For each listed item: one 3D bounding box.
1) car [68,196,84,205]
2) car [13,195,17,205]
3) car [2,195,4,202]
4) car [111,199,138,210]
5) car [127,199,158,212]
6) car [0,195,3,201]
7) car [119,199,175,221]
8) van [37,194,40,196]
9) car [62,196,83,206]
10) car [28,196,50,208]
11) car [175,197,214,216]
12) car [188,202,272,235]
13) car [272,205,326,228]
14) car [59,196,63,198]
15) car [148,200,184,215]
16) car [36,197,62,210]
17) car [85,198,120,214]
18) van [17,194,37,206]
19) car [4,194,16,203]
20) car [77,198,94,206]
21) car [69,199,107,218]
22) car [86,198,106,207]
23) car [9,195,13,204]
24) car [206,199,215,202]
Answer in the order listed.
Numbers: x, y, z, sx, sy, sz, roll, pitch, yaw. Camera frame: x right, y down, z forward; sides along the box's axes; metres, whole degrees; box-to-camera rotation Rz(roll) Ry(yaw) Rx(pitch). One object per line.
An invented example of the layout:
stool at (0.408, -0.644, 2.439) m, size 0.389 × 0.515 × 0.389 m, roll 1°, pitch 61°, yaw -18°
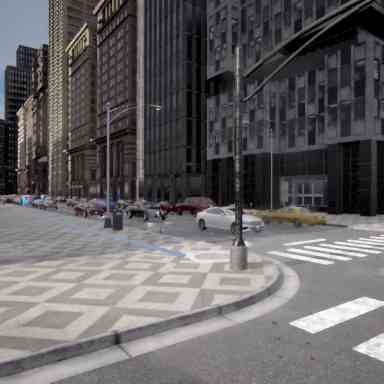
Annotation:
car at (-22.294, 1.635, 63.879) m, size 1.967 × 1.590 × 4.097 m, roll 0°, pitch 0°, yaw -35°
car at (-32.382, 1.706, 63.378) m, size 1.752 × 1.417 × 4.829 m, roll 0°, pitch 0°, yaw -35°
car at (-42.186, 1.815, 77.237) m, size 1.802 × 1.307 × 4.206 m, roll 0°, pitch 0°, yaw -35°
car at (-9.355, 1.680, 45.586) m, size 2.008 × 1.369 × 4.403 m, roll 0°, pitch 0°, yaw -35°
car at (-6.218, 1.640, 41.152) m, size 1.752 × 1.417 × 4.829 m, roll 0°, pitch 0°, yaw -35°
car at (-45.421, 1.691, 81.811) m, size 1.967 × 1.590 × 4.097 m, roll 0°, pitch 0°, yaw -35°
car at (-3.847, 1.551, 27.658) m, size 2.128 × 1.511 × 4.902 m, roll 0°, pitch 0°, yaw -35°
van at (-38.470, 1.622, 86.746) m, size 1.690 × 1.788 × 3.998 m, roll 0°, pitch 0°, yaw -35°
car at (-19.193, 1.705, 54.714) m, size 2.033 × 1.411 × 5.357 m, roll 0°, pitch 0°, yaw -35°
car at (-22.775, 1.713, 49.796) m, size 1.802 × 1.307 × 4.206 m, roll 0°, pitch 0°, yaw -35°
car at (0.350, 1.398, 31.867) m, size 2.192 × 1.841 × 5.009 m, roll 0°, pitch 0°, yaw -35°
car at (2.054, 1.557, 19.273) m, size 1.812 × 1.442 × 4.674 m, roll 0°, pitch 0°, yaw -37°
car at (6.722, 1.579, 22.859) m, size 1.752 × 1.417 × 4.829 m, roll 0°, pitch 0°, yaw -35°
car at (-28.764, 1.669, 73.025) m, size 1.967 × 1.590 × 4.097 m, roll 0°, pitch 0°, yaw -35°
car at (-2.885, 1.643, 36.440) m, size 1.887 × 1.381 × 4.507 m, roll 0°, pitch 0°, yaw -35°
car at (-19.540, 1.697, 45.223) m, size 1.802 × 1.307 × 4.206 m, roll 0°, pitch 0°, yaw -35°
car at (-9.646, 1.565, 35.872) m, size 1.882 × 1.535 × 5.008 m, roll 0°, pitch 0°, yaw -35°
van at (-29.246, 1.505, 58.944) m, size 1.690 × 1.788 × 3.998 m, roll 0°, pitch 0°, yaw -35°
car at (-38.951, 1.530, 72.665) m, size 2.192 × 1.841 × 5.009 m, roll 0°, pitch 0°, yaw -35°
car at (-19.060, 1.760, 59.306) m, size 1.802 × 1.307 × 4.206 m, roll 0°, pitch 0°, yaw -35°
car at (-9.835, 1.612, 31.502) m, size 1.887 × 1.381 × 4.507 m, roll 0°, pitch 0°, yaw -35°
car at (-15.825, 1.727, 54.733) m, size 1.947 × 1.339 × 4.313 m, roll 0°, pitch 0°, yaw -35°
car at (-35.715, 1.780, 68.090) m, size 1.802 × 1.307 × 4.206 m, roll 0°, pitch 0°, yaw -35°
car at (3.487, 1.594, 27.432) m, size 1.752 × 1.417 × 4.829 m, roll 0°, pitch 0°, yaw -35°
